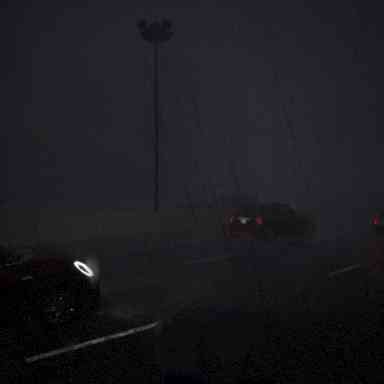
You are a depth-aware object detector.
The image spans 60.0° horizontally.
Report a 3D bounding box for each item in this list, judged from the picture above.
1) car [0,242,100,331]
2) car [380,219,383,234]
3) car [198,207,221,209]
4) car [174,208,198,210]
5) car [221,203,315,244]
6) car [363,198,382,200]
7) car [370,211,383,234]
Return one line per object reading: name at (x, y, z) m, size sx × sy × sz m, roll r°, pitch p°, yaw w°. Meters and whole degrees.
car at (-3.883, 1.362, 5.391) m, size 4.553 × 1.767 × 2.097 m, roll 0°, pitch 0°, yaw -35°
car at (7.527, 1.496, 9.753) m, size 4.181 × 1.385 × 1.994 m, roll 0°, pitch 0°, yaw -39°
car at (3.539, 1.125, 29.647) m, size 5.566 × 2.045 × 2.150 m, roll 0°, pitch 0°, yaw -43°
car at (0.305, 1.465, 31.413) m, size 5.357 × 1.411 × 2.033 m, roll -1°, pitch 0°, yaw -42°
car at (3.881, 1.289, 15.815) m, size 4.553 × 1.767 × 2.097 m, roll 0°, pitch 0°, yaw -39°
car at (31.982, 1.018, 57.476) m, size 4.553 × 1.767 × 2.097 m, roll 0°, pitch 0°, yaw -44°
car at (11.234, 1.491, 17.489) m, size 4.718 × 1.301 × 1.895 m, roll 0°, pitch 0°, yaw -42°
